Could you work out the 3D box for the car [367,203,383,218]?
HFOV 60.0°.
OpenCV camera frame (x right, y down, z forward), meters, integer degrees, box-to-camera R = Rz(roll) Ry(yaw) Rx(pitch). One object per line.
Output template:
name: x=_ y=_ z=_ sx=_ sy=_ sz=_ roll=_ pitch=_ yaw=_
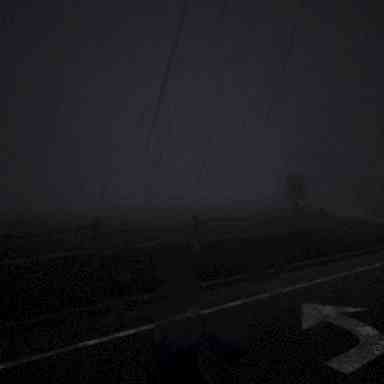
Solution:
car: x=15.428 y=1.442 z=25.465 sx=1.895 sy=1.301 sz=4.718 roll=0 pitch=0 yaw=1
